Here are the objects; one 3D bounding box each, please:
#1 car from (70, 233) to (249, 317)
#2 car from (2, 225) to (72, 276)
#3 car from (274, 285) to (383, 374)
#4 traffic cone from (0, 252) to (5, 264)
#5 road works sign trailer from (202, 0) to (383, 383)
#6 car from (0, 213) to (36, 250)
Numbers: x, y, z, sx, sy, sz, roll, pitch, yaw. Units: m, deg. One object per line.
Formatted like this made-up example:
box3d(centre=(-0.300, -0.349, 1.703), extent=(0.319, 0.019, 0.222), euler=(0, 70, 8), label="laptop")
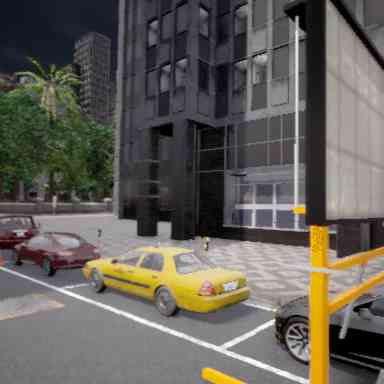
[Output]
box3d(centre=(-0.936, 1.917, 8.297), extent=(4.829, 1.417, 1.752), euler=(-1, -4, 42), label="car")
box3d(centre=(-4.894, 2.066, 11.845), extent=(4.206, 1.307, 1.802), euler=(-1, -4, 42), label="car")
box3d(centre=(3.272, 1.859, 4.518), extent=(4.313, 1.339, 1.947), euler=(-1, -4, 42), label="car")
box3d(centre=(-7.321, 2.429, 12.607), extent=(0.340, 0.580, 0.340), euler=(-1, -4, 42), label="traffic cone")
box3d(centre=(1.229, 0.631, 2.715), extent=(2.880, 3.560, 2.380), euler=(-1, -4, 42), label="road works sign trailer")
box3d(centre=(-8.972, 1.895, 15.522), extent=(5.009, 1.841, 2.192), euler=(-1, -4, 42), label="car")
